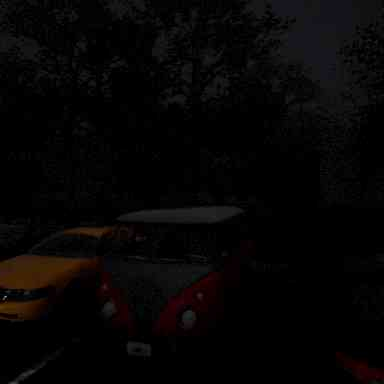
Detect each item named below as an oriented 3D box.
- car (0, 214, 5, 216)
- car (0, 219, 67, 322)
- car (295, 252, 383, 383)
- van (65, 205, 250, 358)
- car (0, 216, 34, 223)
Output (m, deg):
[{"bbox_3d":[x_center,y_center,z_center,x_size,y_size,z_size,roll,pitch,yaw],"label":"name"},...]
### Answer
[{"bbox_3d":[-9.764,1.244,12.894,2.435,2.045,5.566,0,-1,14],"label":"car"},{"bbox_3d":[-2.482,1.481,7.617,1.946,1.575,5.366,1,-1,15],"label":"car"},{"bbox_3d":[2.417,1.526,4.371,2.002,1.452,4.674,0,-1,15],"label":"car"},{"bbox_3d":[-0.031,1.259,5.978,1.878,1.987,4.442,1,-1,15],"label":"van"},{"bbox_3d":[-4.872,1.529,9.496,2.002,1.452,4.674,0,-1,15],"label":"car"}]
